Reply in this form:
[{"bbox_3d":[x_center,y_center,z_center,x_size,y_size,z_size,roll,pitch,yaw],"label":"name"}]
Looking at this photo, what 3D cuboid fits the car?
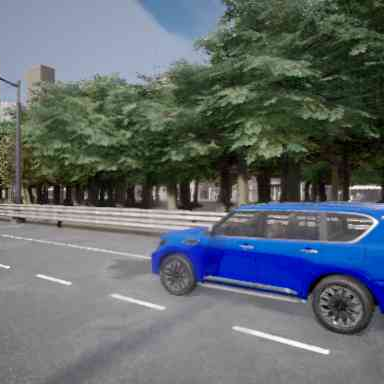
[{"bbox_3d":[1.692,1.224,6.960,5.566,2.045,2.150,0,0,36],"label":"car"}]
